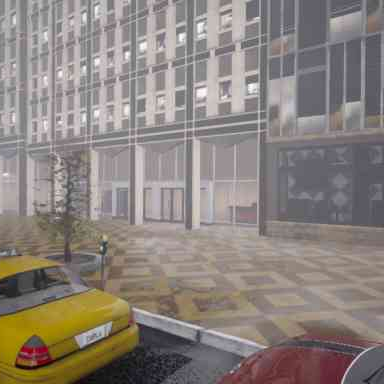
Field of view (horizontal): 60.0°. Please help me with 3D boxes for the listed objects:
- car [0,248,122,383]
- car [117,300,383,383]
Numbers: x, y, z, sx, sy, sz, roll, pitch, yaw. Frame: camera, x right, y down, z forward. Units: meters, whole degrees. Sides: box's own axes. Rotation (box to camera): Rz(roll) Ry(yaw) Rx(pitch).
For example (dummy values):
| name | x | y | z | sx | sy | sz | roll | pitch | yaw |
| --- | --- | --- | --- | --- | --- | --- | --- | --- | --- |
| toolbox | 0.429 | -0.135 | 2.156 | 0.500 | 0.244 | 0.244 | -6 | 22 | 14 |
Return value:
| name | x | y | z | sx | sy | sz | roll | pitch | yaw |
| --- | --- | --- | --- | --- | --- | --- | --- | --- | --- |
| car | -2.944 | 1.524 | 4.967 | 4.829 | 1.417 | 1.752 | 0 | 1 | 36 |
| car | 1.820 | 1.440 | 1.566 | 4.097 | 1.590 | 1.967 | 0 | 1 | 36 |
